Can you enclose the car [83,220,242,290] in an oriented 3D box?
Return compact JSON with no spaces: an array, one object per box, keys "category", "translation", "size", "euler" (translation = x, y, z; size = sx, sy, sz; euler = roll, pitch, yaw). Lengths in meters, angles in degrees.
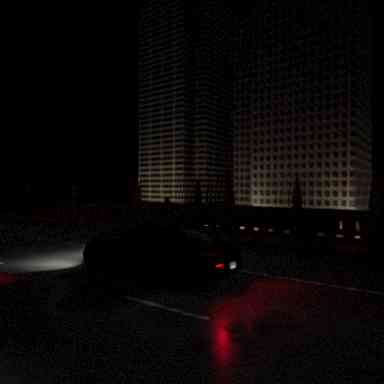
[{"category":"car","translation":[-0.929,1.484,8.943],"size":[4.674,1.442,1.812],"euler":[0,0,36]}]
